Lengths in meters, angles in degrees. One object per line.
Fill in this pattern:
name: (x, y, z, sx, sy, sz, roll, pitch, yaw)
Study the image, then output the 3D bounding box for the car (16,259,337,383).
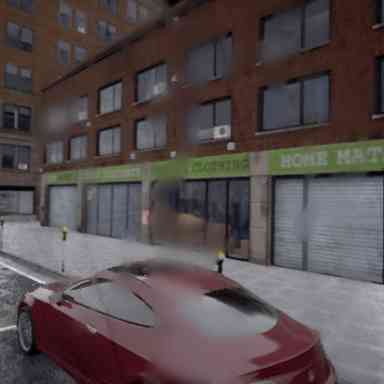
car: (-0.642, 1.620, 4.278, 4.674, 1.442, 1.812, 0, -2, 45)
